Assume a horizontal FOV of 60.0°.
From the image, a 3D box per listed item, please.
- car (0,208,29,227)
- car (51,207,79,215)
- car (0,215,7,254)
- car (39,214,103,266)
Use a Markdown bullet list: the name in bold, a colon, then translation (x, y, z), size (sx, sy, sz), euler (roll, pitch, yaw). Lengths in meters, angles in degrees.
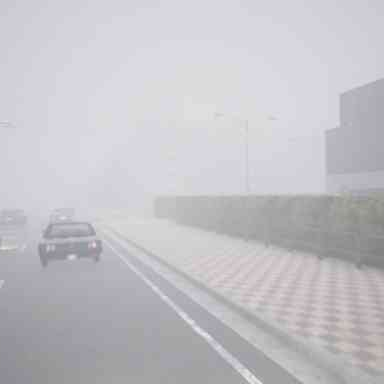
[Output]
- **car**: translation (-13.826, 1.917, 25.688), size (1.994, 1.385, 4.181), euler (-1, 0, -23)
- **car**: translation (-9.517, 1.819, 24.846), size (2.033, 1.411, 5.357), euler (-1, 0, -19)
- **car**: translation (-7.999, 1.755, 11.599), size (1.994, 1.385, 4.181), euler (-1, 0, -22)
- **car**: translation (-4.510, 1.732, 12.289), size (1.895, 1.301, 4.718), euler (-1, 0, -22)
